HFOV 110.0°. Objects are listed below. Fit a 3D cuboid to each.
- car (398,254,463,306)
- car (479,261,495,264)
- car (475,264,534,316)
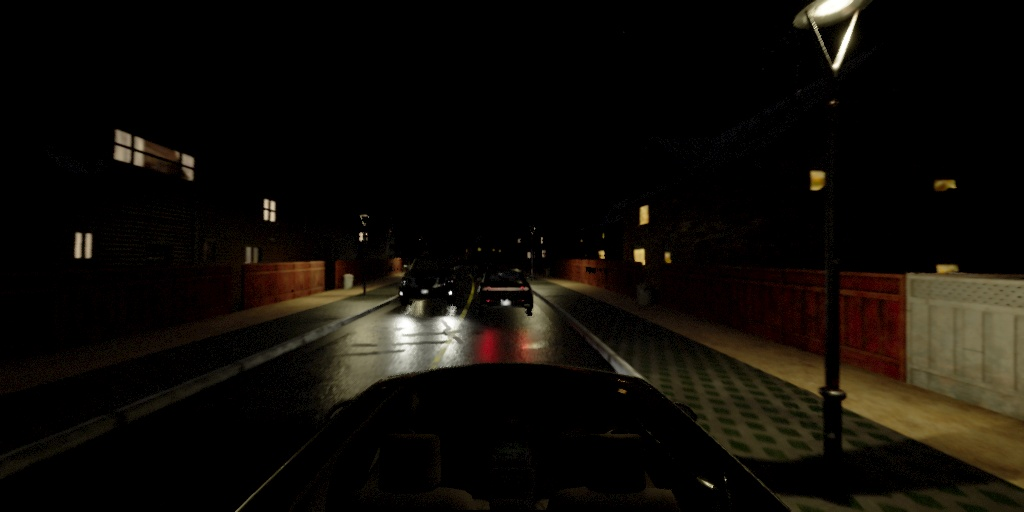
[{"bbox_3d":[-3.393,0.947,15.937,2.150,2.045,5.566,0,0,-4],"label":"car"},{"bbox_3d":[-2.377,1.226,33.635,1.837,1.490,4.892,0,0,-8],"label":"car"},{"bbox_3d":[-0.306,1.218,13.348,2.128,1.511,4.902,0,0,-3],"label":"car"}]
